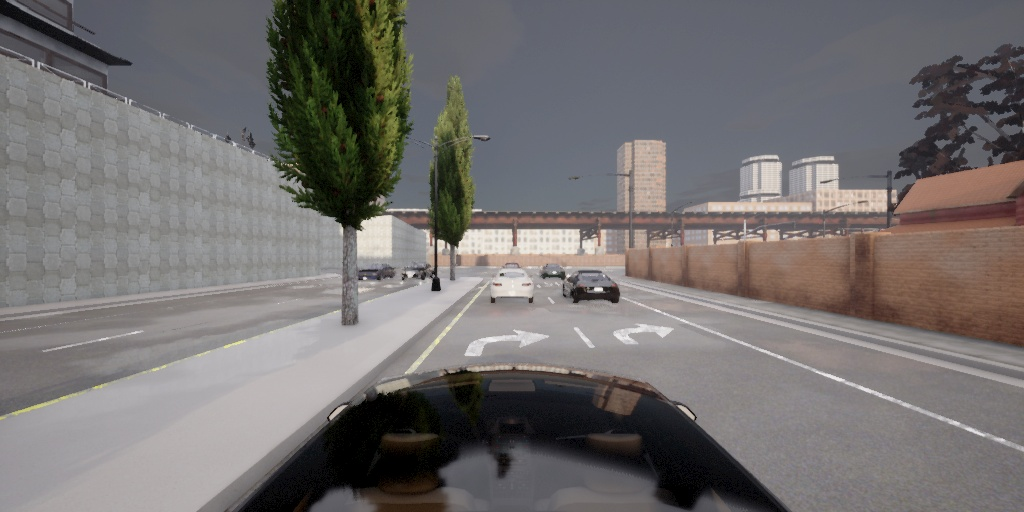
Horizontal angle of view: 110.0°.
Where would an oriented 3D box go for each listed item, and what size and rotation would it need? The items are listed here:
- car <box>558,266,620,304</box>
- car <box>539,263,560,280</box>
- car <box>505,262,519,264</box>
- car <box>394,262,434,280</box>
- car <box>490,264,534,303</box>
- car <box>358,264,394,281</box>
[{"bbox_3d":[3.500,1.322,16.500,1.994,1.385,4.181,0,0,0],"label":"car"},{"bbox_3d":[3.500,1.322,31.500,1.994,1.385,4.181,0,0,0],"label":"car"},{"bbox_3d":[0.000,1.283,31.500,1.812,1.442,4.674,0,0,0],"label":"car"},{"bbox_3d":[-8.000,1.270,30.700,2.128,1.511,4.902,0,0,0],"label":"car"},{"bbox_3d":[0.000,1.283,16.500,1.812,1.442,4.674,0,0,0],"label":"car"},{"bbox_3d":[-11.500,1.352,30.700,2.033,1.411,5.357,0,0,0],"label":"car"}]
